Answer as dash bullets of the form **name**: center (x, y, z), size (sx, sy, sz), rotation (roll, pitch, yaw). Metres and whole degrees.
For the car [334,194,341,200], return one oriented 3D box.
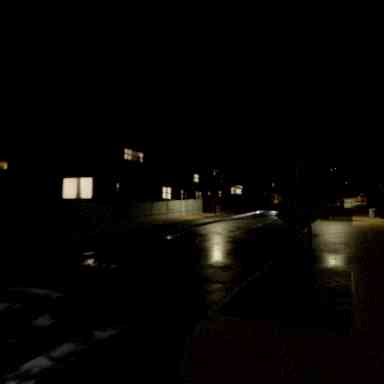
- **car**: center (34.544, 1.195, 78.873), size (1.882, 1.535, 5.008), rotation (0, 0, 26)

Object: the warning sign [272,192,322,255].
- **warning sign**: center (3.350, 0.992, 10.593), size (1.300, 1.860, 1.060), rotation (-4, -5, 25)

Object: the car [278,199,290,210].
- **car**: center (11.646, 1.458, 39.945), size (1.895, 1.301, 4.718), rotation (0, 0, 26)
